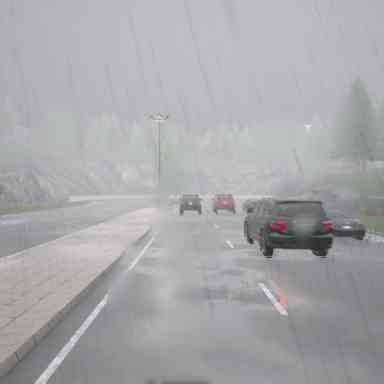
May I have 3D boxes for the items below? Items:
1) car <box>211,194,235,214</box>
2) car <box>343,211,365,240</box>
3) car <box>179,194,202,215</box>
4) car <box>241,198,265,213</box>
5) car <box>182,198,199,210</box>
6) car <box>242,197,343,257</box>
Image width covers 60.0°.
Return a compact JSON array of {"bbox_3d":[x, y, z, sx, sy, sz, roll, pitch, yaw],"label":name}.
[{"bbox_3d":[3.358,1.218,36.059,2.150,2.045,5.566,0,0,0],"label":"car"},{"bbox_3d":[6.982,1.564,17.014,1.994,1.385,4.181,0,0,0],"label":"car"},{"bbox_3d":[-0.134,1.221,34.324,2.150,2.045,5.566,0,0,0],"label":"car"},{"bbox_3d":[6.848,1.504,37.675,1.837,1.490,4.892,0,0,0],"label":"car"},{"bbox_3d":[-0.186,1.547,44.516,2.033,1.411,5.357,0,0,0],"label":"car"},{"bbox_3d":[3.507,1.221,13.056,2.150,2.045,5.566,0,0,0],"label":"car"}]
